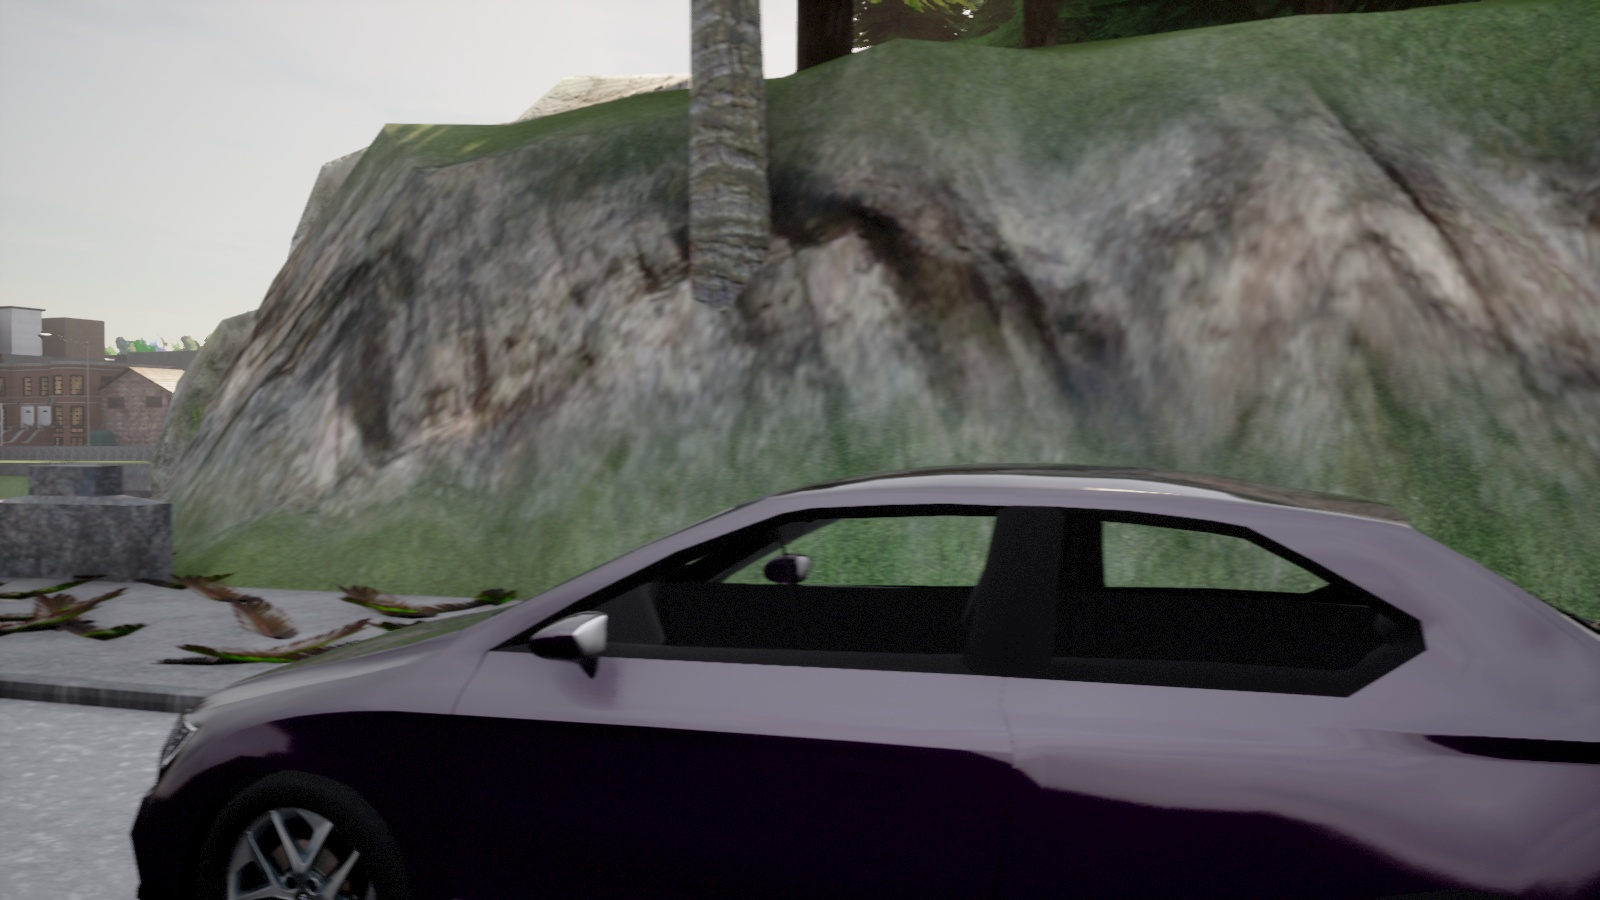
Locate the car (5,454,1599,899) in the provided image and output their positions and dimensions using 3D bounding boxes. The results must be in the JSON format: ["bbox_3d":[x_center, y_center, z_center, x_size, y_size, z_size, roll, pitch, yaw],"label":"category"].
[{"bbox_3d":[0.057,0.781,3.704,4.193,1.474,1.816,0,1,19],"label":"car"}]
